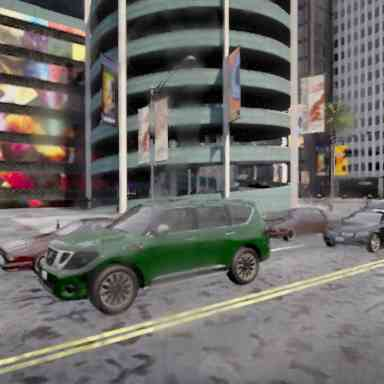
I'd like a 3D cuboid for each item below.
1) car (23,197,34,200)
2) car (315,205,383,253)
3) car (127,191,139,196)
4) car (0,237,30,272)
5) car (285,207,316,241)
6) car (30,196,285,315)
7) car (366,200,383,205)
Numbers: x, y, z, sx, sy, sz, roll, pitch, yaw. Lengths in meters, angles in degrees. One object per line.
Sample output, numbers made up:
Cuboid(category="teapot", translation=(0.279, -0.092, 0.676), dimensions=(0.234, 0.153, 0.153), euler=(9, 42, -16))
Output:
Cuboid(category="car", translation=(-27.152, 1.408, 55.561), dimensions=(1.895, 1.301, 4.718), euler=(0, 0, -36))
Cuboid(category="car", translation=(7.303, 1.448, 13.502), dimensions=(4.674, 1.442, 1.812), euler=(0, 0, -35))
Cuboid(category="car", translation=(-12.635, 0.867, 67.052), dimensions=(2.435, 2.045, 5.566), euler=(0, 0, -36))
Cuboid(category="car", translation=(-2.993, 1.528, 10.459), dimensions=(5.357, 1.411, 2.033), euler=(0, 0, -36))
Cuboid(category="car", translation=(5.223, 1.470, 16.303), dimensions=(5.357, 1.411, 2.033), euler=(0, 0, -35))
Cuboid(category="car", translation=(-0.547, 1.199, 7.913), dimensions=(5.566, 2.045, 2.150), euler=(0, 0, -36))
Cuboid(category="car", translation=(12.876, 1.370, 22.828), dimensions=(1.837, 1.490, 4.892), euler=(0, 0, 44))
